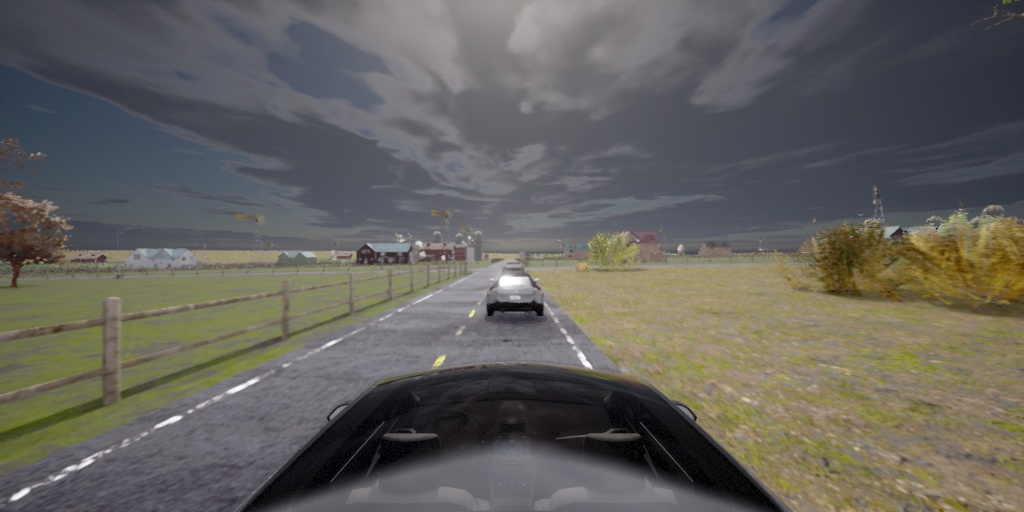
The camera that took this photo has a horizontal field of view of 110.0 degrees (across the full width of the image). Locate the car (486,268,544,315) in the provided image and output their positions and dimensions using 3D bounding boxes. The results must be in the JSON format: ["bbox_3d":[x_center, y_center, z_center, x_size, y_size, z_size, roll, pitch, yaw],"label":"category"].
[{"bbox_3d":[0.105,1.315,13.489,1.994,1.385,4.181,0,0,0],"label":"car"}]

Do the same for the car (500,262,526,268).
[{"bbox_3d":[0.106,1.266,29.131,1.837,1.490,4.892,0,0,0],"label":"car"}]
